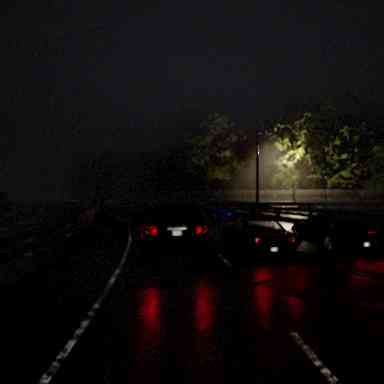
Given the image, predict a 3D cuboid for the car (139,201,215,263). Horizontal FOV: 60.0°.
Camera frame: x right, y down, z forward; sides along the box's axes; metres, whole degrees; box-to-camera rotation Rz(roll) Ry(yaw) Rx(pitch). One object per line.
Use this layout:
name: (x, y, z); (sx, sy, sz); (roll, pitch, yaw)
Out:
car: (-0.782, 1.358, 12.802); (2.150, 2.045, 5.566); (0, 0, -7)

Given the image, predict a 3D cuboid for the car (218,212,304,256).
car: (2.602, 1.745, 13.865); (1.895, 1.301, 4.718); (0, -1, -7)

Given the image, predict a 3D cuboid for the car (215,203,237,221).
car: (2.553, 1.799, 31.127); (1.882, 1.535, 5.008); (0, 0, -16)

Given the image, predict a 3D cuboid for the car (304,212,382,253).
car: (6.044, 1.658, 14.505); (1.837, 1.490, 4.892); (0, 0, -8)

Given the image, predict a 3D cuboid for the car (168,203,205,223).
car: (-0.622, 1.798, 29.512); (2.128, 1.511, 4.902); (0, 0, -16)

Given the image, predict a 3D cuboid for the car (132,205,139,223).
car: (-4.006, 1.803, 28.621); (1.837, 1.490, 4.892); (0, 0, -16)
